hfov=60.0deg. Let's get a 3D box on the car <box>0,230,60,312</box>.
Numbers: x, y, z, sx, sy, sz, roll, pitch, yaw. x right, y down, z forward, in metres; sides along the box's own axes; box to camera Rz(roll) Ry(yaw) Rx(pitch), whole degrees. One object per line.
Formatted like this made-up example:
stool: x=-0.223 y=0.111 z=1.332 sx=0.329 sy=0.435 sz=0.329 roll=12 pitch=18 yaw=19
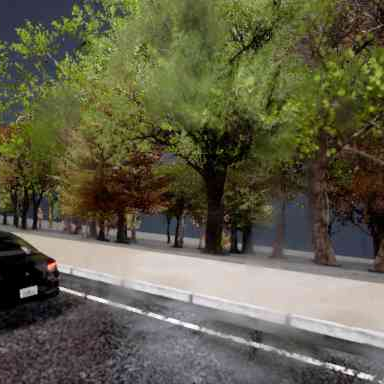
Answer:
car: x=-4.638 y=1.521 z=6.951 sx=4.674 sy=1.442 sz=1.812 roll=0 pitch=0 yaw=35
